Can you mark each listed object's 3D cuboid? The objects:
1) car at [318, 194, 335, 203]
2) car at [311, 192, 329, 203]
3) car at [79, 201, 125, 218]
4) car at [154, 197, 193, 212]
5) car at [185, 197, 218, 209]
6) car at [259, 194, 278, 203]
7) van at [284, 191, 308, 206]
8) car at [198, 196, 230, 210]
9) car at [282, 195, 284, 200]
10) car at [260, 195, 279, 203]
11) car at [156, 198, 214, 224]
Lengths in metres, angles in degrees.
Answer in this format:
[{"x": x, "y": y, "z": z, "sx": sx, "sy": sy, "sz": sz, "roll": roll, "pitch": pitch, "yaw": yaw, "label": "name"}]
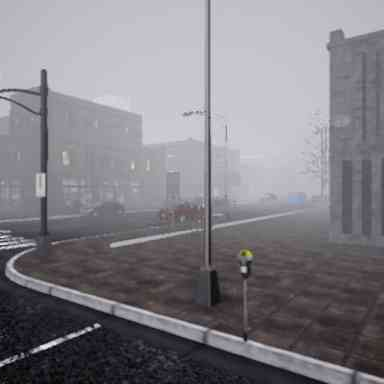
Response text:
[{"x": 23.821, "y": 1.085, "z": 58.837, "sx": 1.887, "sy": 1.381, "sz": 4.507, "roll": 0, "pitch": 1, "yaw": 35, "label": "car"}, {"x": 20.680, "y": 1.143, "z": 54.291, "sx": 1.947, "sy": 1.339, "sz": 4.313, "roll": 0, "pitch": 1, "yaw": 35, "label": "car"}, {"x": -7.524, "y": 1.408, "z": 28.204, "sx": 1.802, "sy": 1.307, "sz": 4.206, "roll": 1, "pitch": 1, "yaw": 35, "label": "car"}, {"x": -1.918, "y": 1.310, "z": 36.319, "sx": 2.008, "sy": 1.369, "sz": 4.403, "roll": 1, "pitch": 1, "yaw": 35, "label": "car"}, {"x": 1.222, "y": 1.288, "z": 40.866, "sx": 1.947, "sy": 1.339, "sz": 4.313, "roll": 1, "pitch": 1, "yaw": 35, "label": "car"}, {"x": 11.935, "y": 0.864, "z": 51.650, "sx": 1.812, "sy": 1.442, "sz": 4.674, "roll": 0, "pitch": 0, "yaw": 35, "label": "car"}, {"x": 14.400, "y": 0.992, "z": 45.195, "sx": 1.690, "sy": 1.788, "sz": 3.998, "roll": 0, "pitch": 1, "yaw": 35, "label": "van"}, {"x": 2.653, "y": 1.222, "z": 38.375, "sx": 2.128, "sy": 1.511, "sz": 4.902, "roll": 0, "pitch": 0, "yaw": 35, "label": "car"}, {"x": 20.067, "y": 0.815, "z": 68.145, "sx": 2.192, "sy": 1.841, "sz": 5.009, "roll": 0, "pitch": 1, "yaw": 35, "label": "car"}, {"x": 13.785, "y": 1.155, "z": 59.053, "sx": 1.802, "sy": 1.307, "sz": 4.206, "roll": 0, "pitch": 1, "yaw": 35, "label": "car"}, {"x": -0.628, "y": 1.375, "z": 23.440, "sx": 1.887, "sy": 1.381, "sz": 4.507, "roll": 0, "pitch": 1, "yaw": 35, "label": "car"}]
